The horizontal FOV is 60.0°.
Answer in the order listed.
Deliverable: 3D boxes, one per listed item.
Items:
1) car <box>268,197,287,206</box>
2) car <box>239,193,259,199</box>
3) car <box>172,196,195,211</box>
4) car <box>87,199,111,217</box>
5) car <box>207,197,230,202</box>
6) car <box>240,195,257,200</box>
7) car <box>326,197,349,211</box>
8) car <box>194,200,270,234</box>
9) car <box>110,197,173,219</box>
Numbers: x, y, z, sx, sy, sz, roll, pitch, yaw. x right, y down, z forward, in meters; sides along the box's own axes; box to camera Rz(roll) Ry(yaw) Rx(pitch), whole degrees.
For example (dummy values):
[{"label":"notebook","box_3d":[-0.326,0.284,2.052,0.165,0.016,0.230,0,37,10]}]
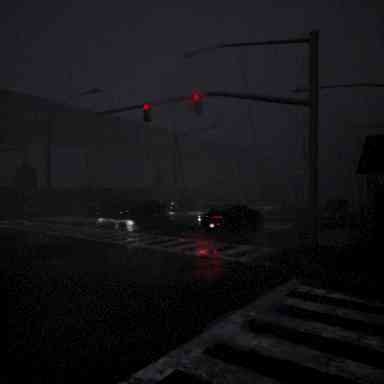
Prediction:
[{"label":"car","box_3d":[13.070,1.431,51.538,1.895,1.301,4.718,0,0,36]},{"label":"car","box_3d":[15.268,1.140,88.957,4.974,1.542,2.038,0,0,-25]},{"label":"car","box_3d":[-1.627,1.200,37.363,2.097,1.767,4.553,0,0,36]},{"label":"car","box_3d":[-7.041,1.341,29.910,1.882,1.535,5.008,0,0,36]},{"label":"car","box_3d":[2.906,1.336,37.652,1.882,1.535,5.008,0,0,36]},{"label":"car","box_3d":[8.257,1.420,50.917,1.895,1.301,4.718,0,0,36]},{"label":"car","box_3d":[17.067,1.381,38.950,2.128,1.511,4.902,0,0,36]},{"label":"car","box_3d":[2.421,1.436,18.819,1.837,1.490,4.892,0,0,36]},{"label":"car","box_3d":[-4.122,1.384,27.972,1.837,1.490,4.892,0,0,36]}]
